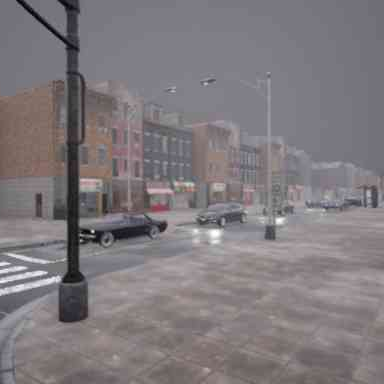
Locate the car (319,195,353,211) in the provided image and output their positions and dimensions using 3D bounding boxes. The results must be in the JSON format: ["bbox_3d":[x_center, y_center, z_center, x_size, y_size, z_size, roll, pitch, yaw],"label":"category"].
[{"bbox_3d":[16.803,1.409,38.657,2.033,1.411,5.357,0,0,36],"label":"car"}]

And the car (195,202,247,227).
[{"bbox_3d":[2.100,1.489,22.934,1.837,1.490,4.892,0,0,35],"label":"car"}]

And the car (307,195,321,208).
[{"bbox_3d":[16.560,1.210,43.182,2.097,1.767,4.553,0,0,36],"label":"car"}]

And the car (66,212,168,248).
[{"bbox_3d":[-3.291,1.636,15.338,1.895,1.301,4.718,0,0,35],"label":"car"}]

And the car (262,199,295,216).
[{"bbox_3d":[8.330,1.434,31.706,1.837,1.490,4.892,0,0,35],"label":"car"}]

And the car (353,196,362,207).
[{"bbox_3d":[22.570,1.294,46.875,1.882,1.535,5.008,0,0,35],"label":"car"}]
